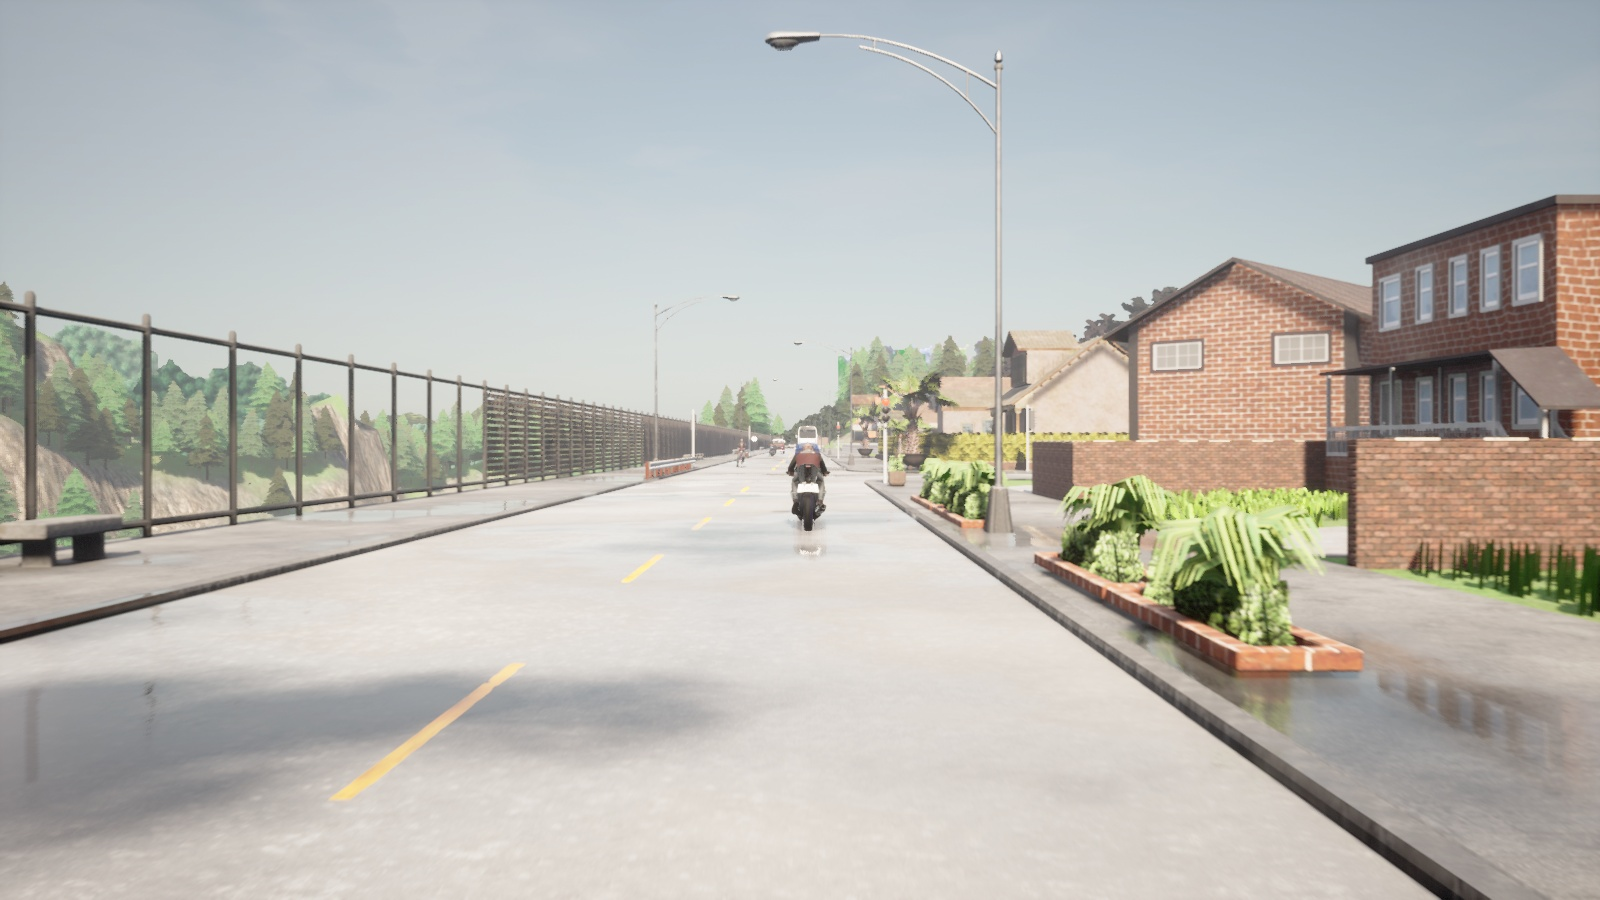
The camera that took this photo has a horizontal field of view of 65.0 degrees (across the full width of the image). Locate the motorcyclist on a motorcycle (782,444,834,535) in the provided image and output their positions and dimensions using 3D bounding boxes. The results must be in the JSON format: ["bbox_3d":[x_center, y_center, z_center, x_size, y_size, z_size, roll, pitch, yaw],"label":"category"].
[{"bbox_3d":[0.142,0.656,22.234,0.866,1.530,2.191,0,0,0],"label":"motorcyclist on a motorcycle"}]
